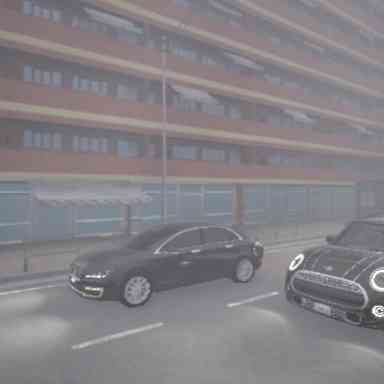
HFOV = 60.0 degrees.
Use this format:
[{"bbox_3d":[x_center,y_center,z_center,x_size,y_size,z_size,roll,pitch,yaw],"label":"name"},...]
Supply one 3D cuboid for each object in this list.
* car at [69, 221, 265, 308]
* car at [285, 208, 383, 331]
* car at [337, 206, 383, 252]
[{"bbox_3d":[-0.373,1.495,8.008,4.892,1.490,1.837,0,0,-35],"label":"car"},{"bbox_3d":[3.996,1.335,6.812,4.553,1.767,2.097,0,0,-35],"label":"car"},{"bbox_3d":[8.566,1.440,14.371,5.008,1.535,1.882,0,0,-35],"label":"car"}]
